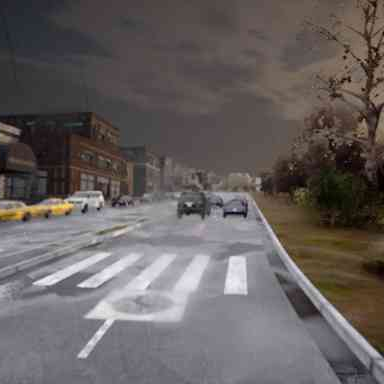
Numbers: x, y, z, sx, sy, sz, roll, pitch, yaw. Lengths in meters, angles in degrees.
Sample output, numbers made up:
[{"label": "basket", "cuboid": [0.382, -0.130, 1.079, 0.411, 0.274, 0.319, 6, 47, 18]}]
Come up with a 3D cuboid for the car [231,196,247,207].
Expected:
[{"label": "car", "cuboid": [6.255, 1.211, 43.789, 1.994, 1.385, 4.181, 0, 0, 10]}]

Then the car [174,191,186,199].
[{"label": "car", "cuboid": [-2.867, 0.709, 82.193, 2.185, 1.767, 4.553, 0, 0, 9]}]

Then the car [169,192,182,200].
[{"label": "car", "cuboid": [-3.775, 0.875, 76.525, 1.946, 1.575, 5.366, 0, 0, 9]}]

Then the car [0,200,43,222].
[{"label": "car", "cuboid": [-12.513, 1.296, 21.970, 1.946, 1.575, 5.366, 0, 0, 9]}]

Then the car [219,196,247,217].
[{"label": "car", "cuboid": [3.697, 1.336, 28.217, 1.994, 1.385, 4.181, 0, 1, 10]}]

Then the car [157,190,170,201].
[{"label": "car", "cuboid": [-6.352, 0.751, 60.435, 2.435, 2.045, 5.566, 0, 0, 9]}]

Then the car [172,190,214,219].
[{"label": "car", "cuboid": [0.225, 1.017, 26.960, 2.150, 2.045, 5.566, 0, 1, 9]}]

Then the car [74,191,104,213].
[{"label": "car", "cuboid": [-10.719, 0.961, 33.159, 2.435, 2.045, 5.566, 0, 0, 9]}]

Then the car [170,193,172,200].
[{"label": "car", "cuboid": [-4.916, 0.932, 69.748, 2.231, 1.521, 4.892, 0, 0, 10]}]

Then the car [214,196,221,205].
[{"label": "car", "cuboid": [3.177, 1.215, 44.926, 1.994, 1.385, 4.181, 0, 0, 9]}]

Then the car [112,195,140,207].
[{"label": "car", "cuboid": [-8.976, 1.158, 44.069, 2.163, 1.488, 4.792, 0, 0, 9]}]

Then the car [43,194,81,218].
[{"label": "car", "cuboid": [-11.639, 1.254, 27.426, 1.946, 1.575, 5.366, 0, 0, 9]}]

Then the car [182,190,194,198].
[{"label": "car", "cuboid": [-1.130, 0.499, 93.044, 2.435, 2.045, 5.566, 0, 0, 9]}]

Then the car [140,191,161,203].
[{"label": "car", "cuboid": [-7.219, 1.045, 55.016, 2.231, 1.521, 4.892, 0, 0, 9]}]
